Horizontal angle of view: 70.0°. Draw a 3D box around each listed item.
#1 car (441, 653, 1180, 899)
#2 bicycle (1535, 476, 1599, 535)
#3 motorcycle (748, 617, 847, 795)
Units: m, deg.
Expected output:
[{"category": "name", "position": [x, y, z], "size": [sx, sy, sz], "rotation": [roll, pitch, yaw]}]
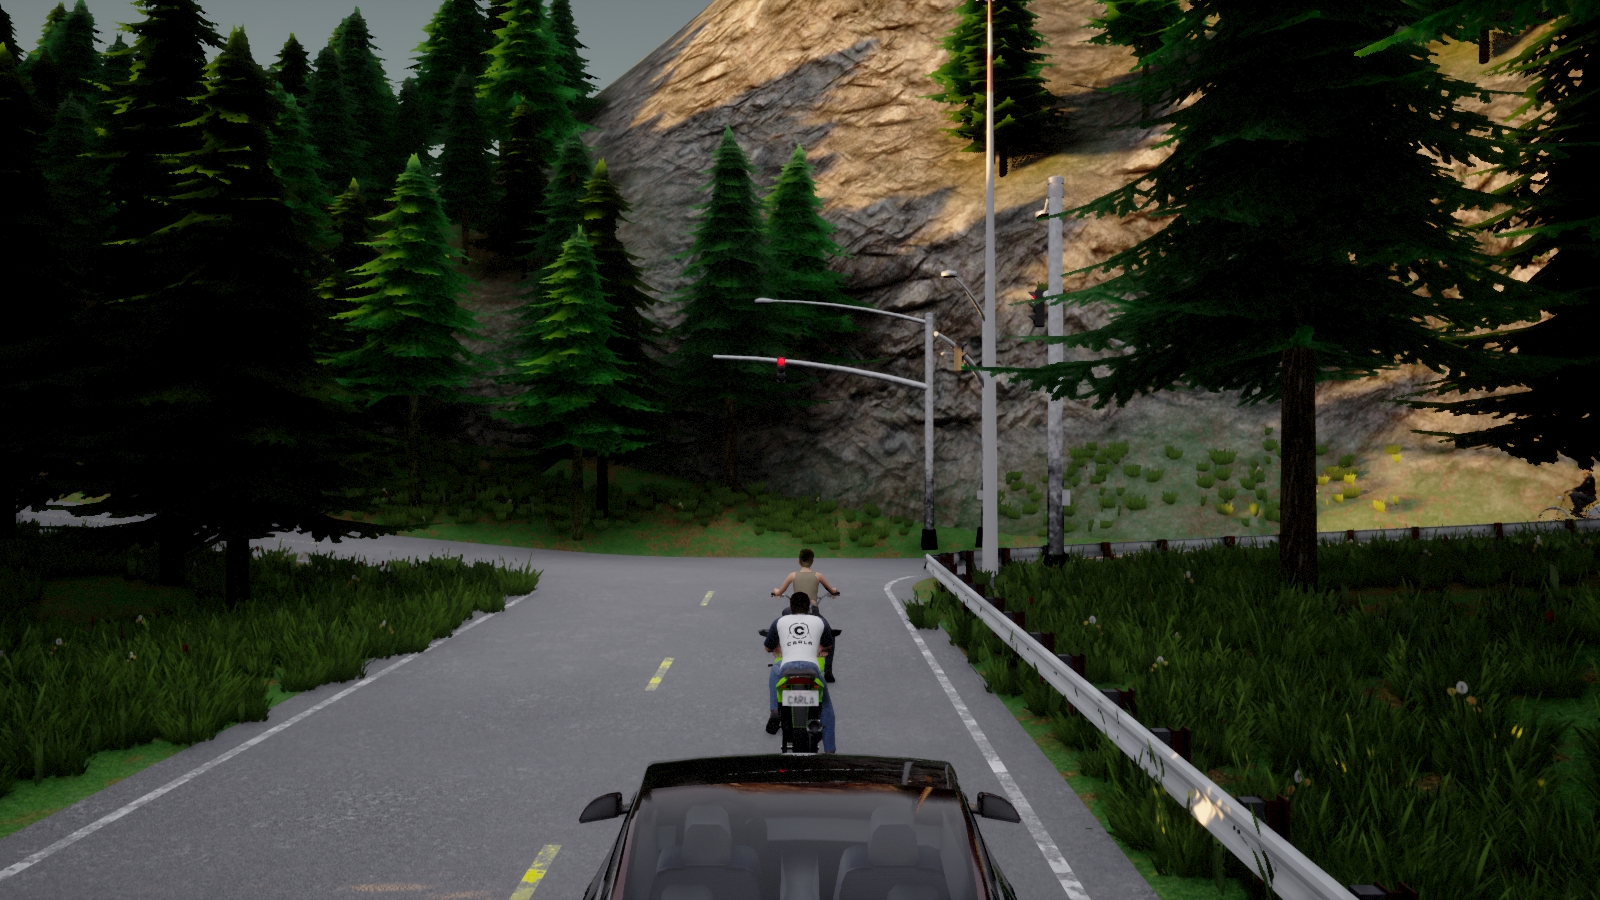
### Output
[{"category": "car", "position": [0.029, 2.063, 5.012], "size": [2.163, 1.488, 4.792], "rotation": [0, 0, 0]}, {"category": "bicycle", "position": [20.508, 1.461, 30.066], "size": [1.835, 1.471, 0.329], "rotation": [-5, -2, 26]}, {"category": "motorcycle", "position": [-0.020, 2.213, 10.238], "size": [0.803, 1.145, 2.033], "rotation": [0, 0, 0]}]
